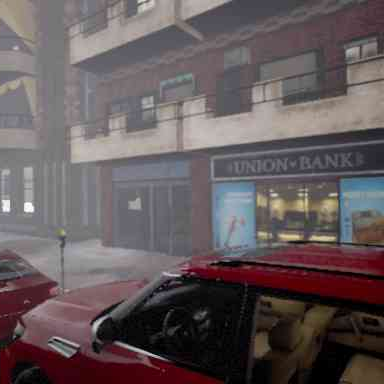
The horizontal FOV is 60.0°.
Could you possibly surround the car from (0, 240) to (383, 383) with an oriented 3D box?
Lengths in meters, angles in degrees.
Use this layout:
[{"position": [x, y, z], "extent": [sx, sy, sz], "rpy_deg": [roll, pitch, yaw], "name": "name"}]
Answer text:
[{"position": [0.627, 1.316, 2.449], "extent": [5.009, 1.841, 2.192], "rpy_deg": [0, -1, 36], "name": "car"}]
